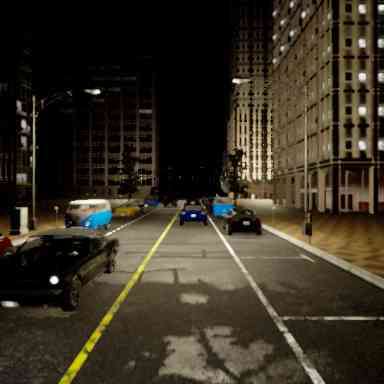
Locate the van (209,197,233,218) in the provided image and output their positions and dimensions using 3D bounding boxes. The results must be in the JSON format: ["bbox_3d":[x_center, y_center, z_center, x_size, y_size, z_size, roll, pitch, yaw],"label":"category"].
[{"bbox_3d":[2.693,1.342,29.865,1.690,1.788,3.998,0,0,0],"label":"van"}]

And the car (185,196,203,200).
[{"bbox_3d":[0.100,1.345,42.262,2.097,1.767,4.553,0,0,0],"label":"car"}]

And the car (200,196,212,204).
[{"bbox_3d":[2.694,1.519,63.877,2.008,1.369,4.403,0,0,0],"label":"car"}]

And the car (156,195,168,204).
[{"bbox_3d":[-5.686,1.408,63.876,1.967,1.590,4.097,0,0,0],"label":"car"}]

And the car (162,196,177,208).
[{"bbox_3d":[-3.080,1.514,48.443,1.812,1.442,4.674,0,0,0],"label":"car"}]

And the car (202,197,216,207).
[{"bbox_3d":[2.694,1.534,52.538,2.008,1.369,4.403,0,0,0],"label":"car"}]

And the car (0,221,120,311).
[{"bbox_3d":[-3.101,1.604,7.874,1.895,1.301,4.718,0,0,0],"label":"car"}]

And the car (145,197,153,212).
[{"bbox_3d":[-5.688,1.548,35.533,2.008,1.369,4.403,0,0,0],"label":"car"}]

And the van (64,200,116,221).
[{"bbox_3d":[-5.688,1.346,18.528,1.690,1.788,3.998,0,0,0],"label":"van"}]

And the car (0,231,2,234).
[{"bbox_3d":[-5.689,1.443,7.189,1.967,1.590,4.097,0,0,0],"label":"car"}]

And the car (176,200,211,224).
[{"bbox_3d":[0.100,1.567,24.488,1.994,1.385,4.181,0,0,0],"label":"car"}]

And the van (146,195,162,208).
[{"bbox_3d":[-5.687,1.331,46.870,1.690,1.788,3.998,0,0,0],"label":"van"}]

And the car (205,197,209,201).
[{"bbox_3d":[2.693,1.563,35.533,1.947,1.339,4.313,0,0,0],"label":"car"}]

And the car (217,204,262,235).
[{"bbox_3d":[2.692,1.570,18.528,1.947,1.339,4.313,0,0,0],"label":"car"}]

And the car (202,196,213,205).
[{"bbox_3d":[2.694,1.501,58.379,1.752,1.417,4.829,0,0,0],"label":"car"}]

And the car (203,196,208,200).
[{"bbox_3d":[2.693,1.560,41.202,1.947,1.339,4.313,0,0,0],"label":"car"}]

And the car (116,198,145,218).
[{"bbox_3d":[-5.688,1.526,29.695,1.752,1.417,4.829,0,0,0],"label":"car"}]
